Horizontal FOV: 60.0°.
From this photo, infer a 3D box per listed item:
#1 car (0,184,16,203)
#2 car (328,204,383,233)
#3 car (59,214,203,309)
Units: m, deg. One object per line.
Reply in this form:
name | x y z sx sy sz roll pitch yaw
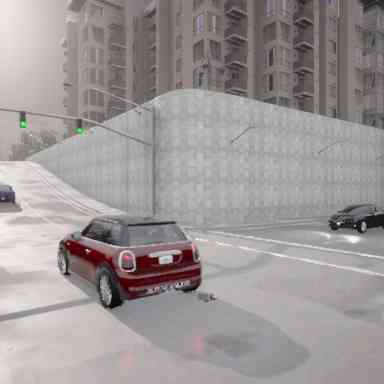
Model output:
car | -16.823 0.000 29.214 1.882 1.535 5.008 0 9 -36
car | 10.066 1.505 19.780 4.892 1.490 1.837 0 0 -36
car | -1.758 1.351 8.258 2.097 1.767 4.553 0 0 -36
